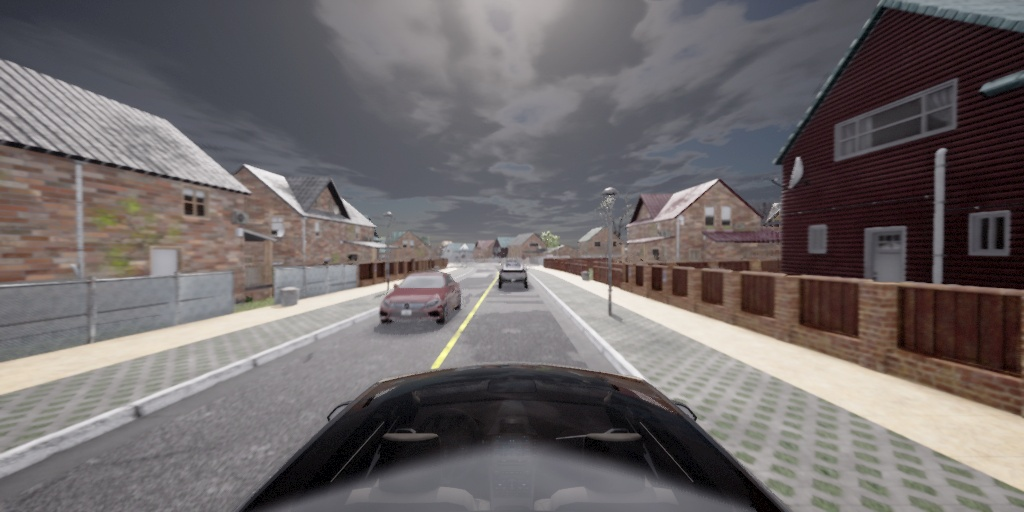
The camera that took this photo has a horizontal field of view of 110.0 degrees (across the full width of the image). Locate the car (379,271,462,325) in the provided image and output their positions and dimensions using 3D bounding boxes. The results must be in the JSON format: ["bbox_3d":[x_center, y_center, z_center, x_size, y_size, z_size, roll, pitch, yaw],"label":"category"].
[{"bbox_3d":[-2.791,1.256,11.894,1.812,1.442,4.674,0,0,0],"label":"car"}]

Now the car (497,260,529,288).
[{"bbox_3d":[0.080,1.212,23.448,2.128,1.511,4.902,0,0,0],"label":"car"}]
